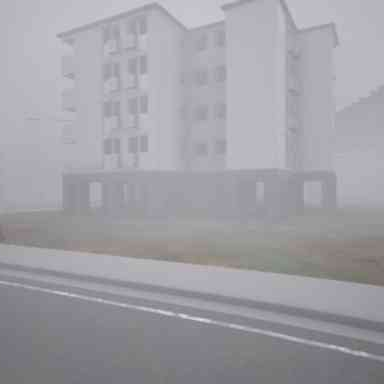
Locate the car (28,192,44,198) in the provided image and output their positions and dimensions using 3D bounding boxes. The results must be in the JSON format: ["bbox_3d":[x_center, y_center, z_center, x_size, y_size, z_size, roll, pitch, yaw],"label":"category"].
[{"bbox_3d":[-30.513,0.709,65.184,1.882,1.535,5.008,0,1,-7],"label":"car"}]
